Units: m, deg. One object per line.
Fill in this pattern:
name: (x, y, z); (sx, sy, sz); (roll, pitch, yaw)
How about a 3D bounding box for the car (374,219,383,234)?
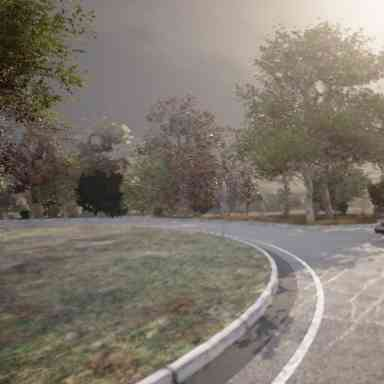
car: (11.466, 1.553, 15.934); (5.357, 1.411, 2.033); (-1, -1, -16)
